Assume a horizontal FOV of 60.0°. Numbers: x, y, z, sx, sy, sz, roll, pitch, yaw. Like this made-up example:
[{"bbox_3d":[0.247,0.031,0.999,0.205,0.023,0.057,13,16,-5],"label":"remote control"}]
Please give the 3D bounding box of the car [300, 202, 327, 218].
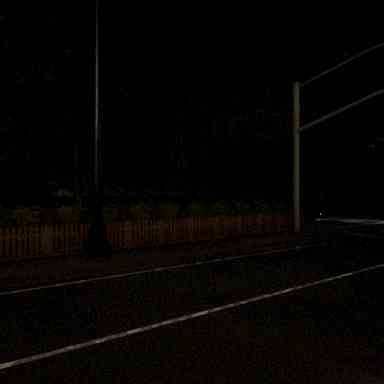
[{"bbox_3d":[9.861,1.601,30.565,1.895,1.301,4.718,0,0,-35],"label":"car"}]
